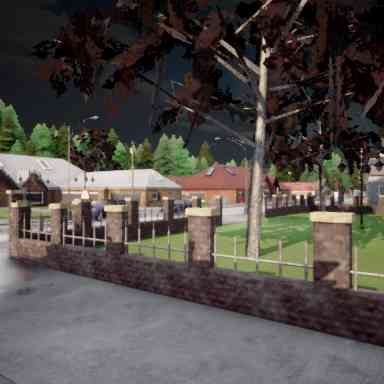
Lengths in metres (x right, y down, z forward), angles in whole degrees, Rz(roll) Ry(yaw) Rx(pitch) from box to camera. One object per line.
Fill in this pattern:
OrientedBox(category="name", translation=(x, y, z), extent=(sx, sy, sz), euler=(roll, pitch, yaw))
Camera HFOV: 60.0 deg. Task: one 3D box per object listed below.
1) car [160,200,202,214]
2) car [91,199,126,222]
OrientedBox(category="car", translation=(-1.020, 1.546, 35.197), extent=(2.033, 1.411, 5.357), euler=(0, 0, 36))
OrientedBox(category="car", translation=(-6.971, 1.350, 26.887), extent=(2.097, 1.767, 4.553), euler=(0, 0, 36))
